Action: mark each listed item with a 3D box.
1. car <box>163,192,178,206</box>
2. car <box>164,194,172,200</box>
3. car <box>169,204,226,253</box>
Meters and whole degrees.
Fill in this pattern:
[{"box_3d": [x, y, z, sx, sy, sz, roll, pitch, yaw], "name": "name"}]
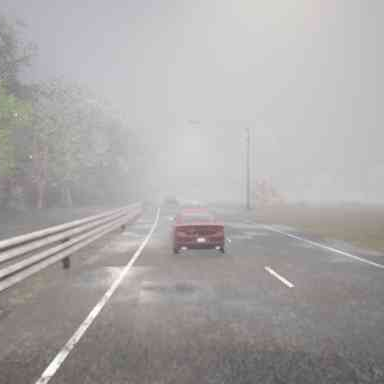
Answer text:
[{"box_3d": [-3.486, 1.311, 54.895, 2.097, 1.767, 4.553, 0, 0, -5], "name": "car"}, {"box_3d": [-6.535, 1.437, 89.775, 2.128, 1.511, 4.902, 0, 0, -5], "name": "car"}, {"box_3d": [0.108, 1.471, 13.698, 1.882, 1.535, 5.008, 0, 0, -5], "name": "car"}]
